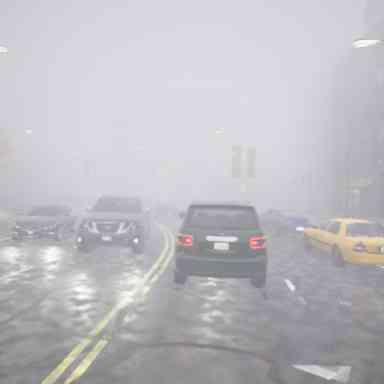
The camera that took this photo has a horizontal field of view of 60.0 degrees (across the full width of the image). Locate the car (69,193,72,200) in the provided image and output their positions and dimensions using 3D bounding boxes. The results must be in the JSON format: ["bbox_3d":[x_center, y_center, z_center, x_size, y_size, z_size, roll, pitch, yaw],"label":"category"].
[{"bbox_3d":[-14.572,1.073,47.460,5.357,1.411,2.033,2,0,33],"label":"car"}]

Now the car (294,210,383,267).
[{"bbox_3d":[5.437,1.578,11.780,1.801,1.575,5.366,2,0,1],"label":"car"}]

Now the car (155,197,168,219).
[{"bbox_3d":[-2.741,1.380,27.911,1.837,1.490,4.892,2,0,-24],"label":"car"}]

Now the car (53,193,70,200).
[{"bbox_3d":[-20.550,0.873,54.398,4.674,1.452,2.002,2,0,25],"label":"car"}]

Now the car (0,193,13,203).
[{"bbox_3d":[-27.130,0.794,46.185,4.718,1.301,1.895,2,0,24],"label":"car"}]

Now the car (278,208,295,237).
[{"bbox_3d":[4.946,1.623,18.607,1.812,1.442,4.674,2,0,-9],"label":"car"}]

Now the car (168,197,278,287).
[{"bbox_3d":[0.749,1.223,9.625,2.150,2.045,5.566,2,0,3],"label":"car"}]

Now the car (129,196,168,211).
[{"bbox_3d":[-5.152,1.284,38.695,2.128,1.511,4.902,1,0,-41],"label":"car"}]

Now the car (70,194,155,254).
[{"bbox_3d":[-2.857,1.120,13.362,2.150,2.045,5.566,2,0,-3],"label":"car"}]

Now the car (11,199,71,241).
[{"bbox_3d":[-6.561,1.302,15.315,1.837,1.490,4.892,2,0,-7],"label":"car"}]
